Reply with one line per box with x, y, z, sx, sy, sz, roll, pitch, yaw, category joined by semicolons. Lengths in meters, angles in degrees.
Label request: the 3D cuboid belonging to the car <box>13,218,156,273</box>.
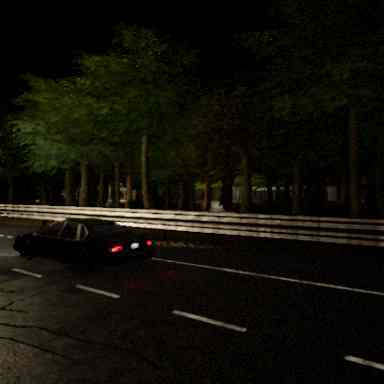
-3.639;1.560;10.773;5.357;1.411;2.033;0;0;36;car
